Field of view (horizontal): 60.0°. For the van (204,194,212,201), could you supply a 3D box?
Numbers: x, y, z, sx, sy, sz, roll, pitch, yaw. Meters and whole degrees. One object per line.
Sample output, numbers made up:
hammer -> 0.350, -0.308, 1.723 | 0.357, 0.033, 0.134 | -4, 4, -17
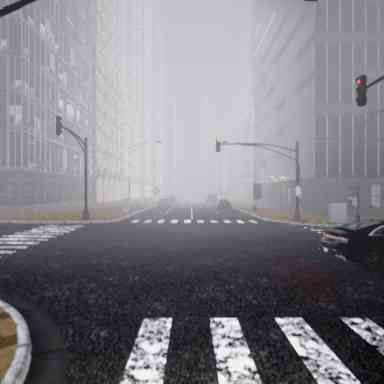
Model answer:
van -> 3.763, 1.275, 80.611 | 1.690, 1.788, 3.998 | 0, 0, 0

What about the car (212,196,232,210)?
car -> 3.952, 1.555, 41.919 | 1.947, 1.339, 4.313 | 0, 0, 0

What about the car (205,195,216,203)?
car -> 3.803, 1.392, 69.556 | 1.967, 1.590, 4.097 | 0, 0, 0

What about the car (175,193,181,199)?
car -> -4.097, 1.383, 75.055 | 1.967, 1.590, 4.097 | 0, 0, 0

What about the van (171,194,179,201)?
van -> -4.117, 1.275, 80.582 | 1.690, 1.788, 3.998 | 0, 0, 0

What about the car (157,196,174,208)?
car -> -3.997, 1.565, 47.417 | 1.802, 1.307, 4.206 | 0, 0, 0

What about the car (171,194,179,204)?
car -> -4.057, 1.527, 63.999 | 1.947, 1.339, 4.313 | 0, 0, 0

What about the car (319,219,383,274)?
car -> 6.570, 1.626, 10.472 | 4.902, 1.511, 2.128 | 1, 0, -3

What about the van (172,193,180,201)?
van -> -4.137, 1.266, 86.110 | 1.690, 1.788, 3.998 | 0, 0, 0

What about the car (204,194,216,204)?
car -> 3.823, 1.276, 64.027 | 2.192, 1.841, 5.009 | 0, 0, 0
